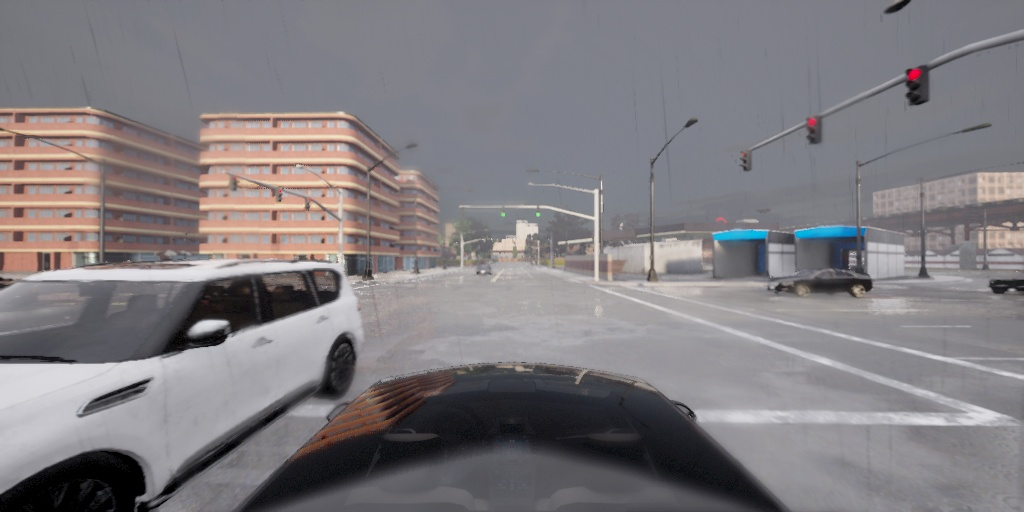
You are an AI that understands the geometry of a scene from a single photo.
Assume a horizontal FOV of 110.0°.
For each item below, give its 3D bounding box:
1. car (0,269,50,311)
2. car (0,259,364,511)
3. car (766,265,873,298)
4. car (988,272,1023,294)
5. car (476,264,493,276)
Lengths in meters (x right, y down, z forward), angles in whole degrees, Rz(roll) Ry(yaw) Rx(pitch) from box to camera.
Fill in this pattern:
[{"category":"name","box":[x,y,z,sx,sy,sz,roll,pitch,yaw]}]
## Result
[{"category":"car","box":[-21.077,1.245,13.567,4.892,1.490,1.837,1,-1,1]},{"category":"car","box":[-3.497,1.065,3.651,2.150,2.045,5.566,0,0,0]},{"category":"car","box":[16.538,1.428,19.421,4.902,1.511,2.128,0,-1,0]},{"category":"car","box":[29.398,1.542,19.943,4.718,1.301,1.895,0,-1,-10]},{"category":"car","box":[-3.514,1.762,45.758,2.128,1.511,4.902,0,0,0]}]
